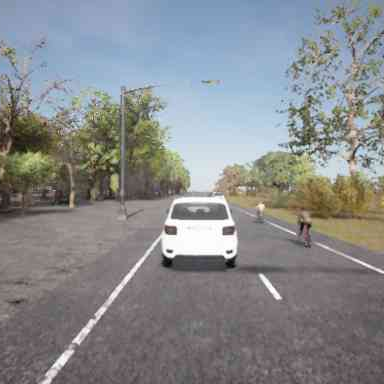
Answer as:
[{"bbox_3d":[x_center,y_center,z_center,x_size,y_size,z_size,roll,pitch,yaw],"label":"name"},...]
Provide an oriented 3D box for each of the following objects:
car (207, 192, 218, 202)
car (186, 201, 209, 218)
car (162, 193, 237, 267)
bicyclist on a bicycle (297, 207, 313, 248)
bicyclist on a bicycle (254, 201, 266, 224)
[{"bbox_3d":[4.527,1.042,73.606,2.150,2.045,5.566,0,0,1],"label":"car"},{"bbox_3d":[0.503,1.517,30.020,1.895,1.301,4.718,0,0,1],"label":"car"},{"bbox_3d":[0.241,1.189,11.480,2.150,2.045,5.566,0,0,1],"label":"car"},{"bbox_3d":[4.640,1.439,13.692,0.582,1.620,1.656,0,0,1],"label":"bicyclist on a bicycle"},{"bbox_3d":[4.796,1.396,23.296,0.866,1.612,1.509,0,0,0],"label":"bicyclist on a bicycle"}]
